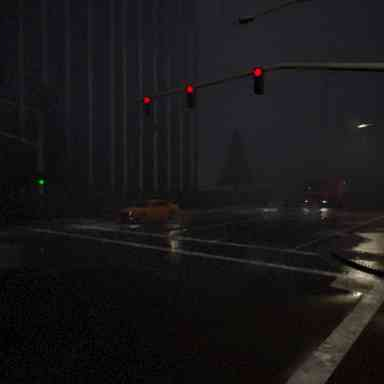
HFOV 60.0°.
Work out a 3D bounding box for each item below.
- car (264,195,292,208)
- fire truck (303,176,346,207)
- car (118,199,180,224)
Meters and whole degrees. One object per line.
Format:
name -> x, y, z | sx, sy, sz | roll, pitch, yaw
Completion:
car -> 10.438, 1.143, 40.335 | 2.128, 1.511, 4.902 | 0, 0, 39
fire truck -> 17.528, -0.063, 43.472 | 2.891, 3.827, 8.468 | 0, 1, 39
car -> -2.997, 1.299, 23.725 | 1.882, 1.535, 5.008 | 0, 1, 39
